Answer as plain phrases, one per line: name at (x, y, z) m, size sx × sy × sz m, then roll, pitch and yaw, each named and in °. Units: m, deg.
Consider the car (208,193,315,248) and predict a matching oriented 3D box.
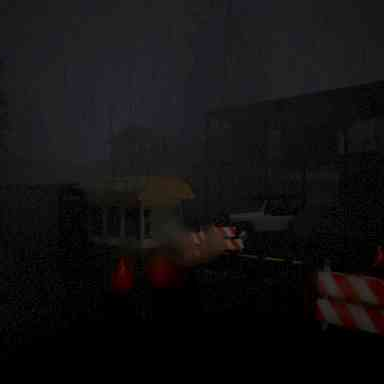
car at (2.712, 0.996, 12.665) m, size 3.866 × 1.878 × 1.905 m, roll 0°, pitch 0°, yaw -18°
